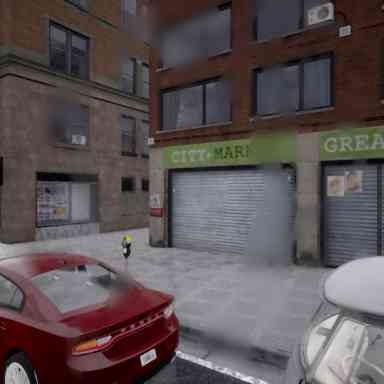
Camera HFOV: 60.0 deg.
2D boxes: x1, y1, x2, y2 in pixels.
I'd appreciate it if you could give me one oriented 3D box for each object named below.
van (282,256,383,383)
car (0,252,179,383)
[{"bbox_3d":[2.353,1.341,1.400,3.998,1.788,1.690,0,0,35],"label":"van"},{"bbox_3d":[-2.259,1.544,4.682,4.507,1.381,1.887,0,0,35],"label":"car"}]
